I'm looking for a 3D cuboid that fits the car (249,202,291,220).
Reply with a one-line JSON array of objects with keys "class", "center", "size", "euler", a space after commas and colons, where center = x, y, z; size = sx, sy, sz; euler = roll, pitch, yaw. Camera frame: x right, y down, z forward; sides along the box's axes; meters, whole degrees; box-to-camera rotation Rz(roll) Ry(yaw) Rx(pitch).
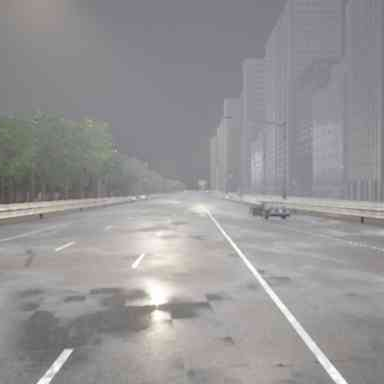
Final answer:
[{"class": "car", "center": [6.504, 1.537, 28.324], "size": [2.033, 1.411, 5.357], "euler": [0, 0, -9]}]
